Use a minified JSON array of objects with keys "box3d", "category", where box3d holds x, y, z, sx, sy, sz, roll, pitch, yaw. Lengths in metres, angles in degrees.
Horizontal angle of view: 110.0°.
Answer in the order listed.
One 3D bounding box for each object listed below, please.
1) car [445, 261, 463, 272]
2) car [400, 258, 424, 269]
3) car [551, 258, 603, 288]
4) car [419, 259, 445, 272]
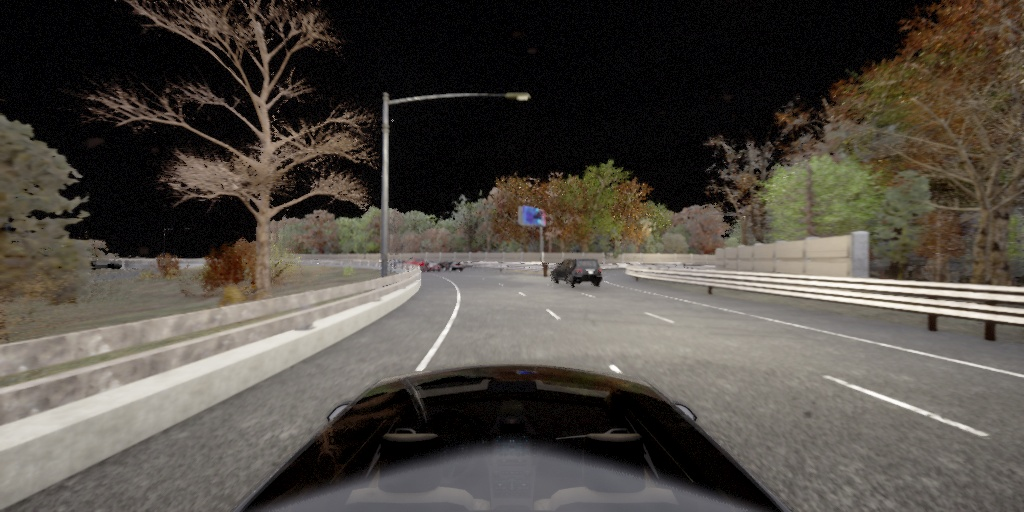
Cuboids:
[{"box3d":[-8.876,1.586,54.323,1.837,1.490,4.892,1,0,-28],"category":"car"},{"box3d":[-16.359,1.300,60.257,2.150,2.045,5.566,1,-1,-35],"category":"car"},{"box3d":[4.681,1.199,26.513,2.150,2.045,5.566,1,-1,-12],"category":"car"},{"box3d":[-11.638,1.573,52.010,1.812,1.442,4.674,1,0,-28],"category":"car"}]
